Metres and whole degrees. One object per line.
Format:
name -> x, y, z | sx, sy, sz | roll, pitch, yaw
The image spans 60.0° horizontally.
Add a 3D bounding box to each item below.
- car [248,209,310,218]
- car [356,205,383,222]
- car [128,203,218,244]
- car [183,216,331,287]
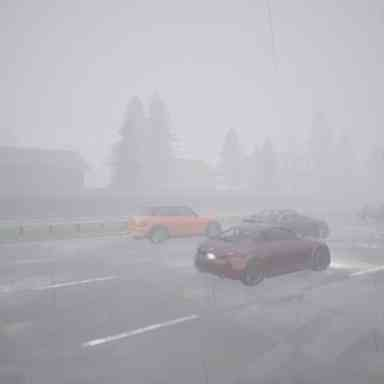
car -> 4.406, 1.551, 15.493 | 4.902, 1.511, 2.128 | 0, 0, -36
car -> 15.905, 1.738, 28.000 | 4.718, 1.301, 1.895 | 0, 0, -36
car -> -0.711, 1.391, 16.141 | 4.553, 1.767, 2.097 | 0, 0, -36
car -> 2.112, 1.598, 9.555 | 4.181, 1.385, 1.994 | 0, 0, -36
